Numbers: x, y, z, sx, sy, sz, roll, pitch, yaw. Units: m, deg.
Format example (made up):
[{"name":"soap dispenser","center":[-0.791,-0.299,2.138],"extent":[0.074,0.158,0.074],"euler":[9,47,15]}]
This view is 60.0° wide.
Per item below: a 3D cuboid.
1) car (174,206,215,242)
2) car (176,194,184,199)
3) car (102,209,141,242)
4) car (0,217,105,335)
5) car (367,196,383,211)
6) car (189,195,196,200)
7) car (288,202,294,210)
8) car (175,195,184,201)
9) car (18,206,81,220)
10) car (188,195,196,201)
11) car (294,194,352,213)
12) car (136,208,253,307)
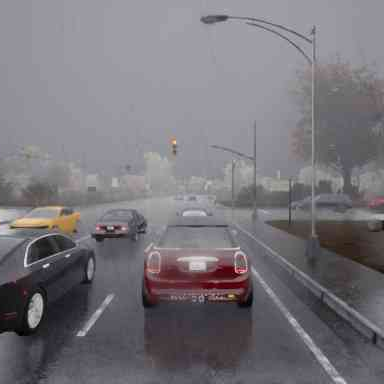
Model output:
[{"name":"car","center":[0.116,1.526,17.152],"extent":[1.812,1.442,4.674],"euler":[0,0,0]},{"name":"car","center":[-3.365,1.402,95.380],"extent":[1.994,1.385,4.181],"euler":[0,0,1]},{"name":"car","center":[-3.387,1.547,16.358],"extent":[2.033,1.411,5.357],"euler":[0,0,0]},{"name":"car","center":[-3.393,1.505,6.699],"extent":[1.837,1.490,4.892],"euler":[0,0,0]},{"name":"car","center":[23.858,1.211,39.432],"extent":[5.566,2.045,2.150],"euler":[0,0,3]},{"name":"car","center":[0.136,1.524,95.385],"extent":[1.812,1.442,4.674],"euler":[0,0,1]},{"name":"car","center":[14.024,1.504,39.974],"extent":[4.892,1.490,1.837],"euler":[0,0,3]},{"name":"car","center":[-3.415,1.545,85.354],"extent":[1.994,1.385,4.181],"euler":[0,0,0]},{"name":"car","center":[-7.121,1.477,16.662],"extent":[1.882,1.535,5.008],"euler":[0,0,0]},{"name":"car","center":[0.077,1.500,80.864],"extent":[1.837,1.490,4.892],"euler":[0,0,0]},{"name":"car","center":[14.500,1.221,36.439],"extent":[5.566,2.045,2.150],"euler":[0,0,3]},{"name":"car","center":[0.107,1.352,8.112],"extent":[2.097,1.767,4.553],"euler":[0,0,0]}]
